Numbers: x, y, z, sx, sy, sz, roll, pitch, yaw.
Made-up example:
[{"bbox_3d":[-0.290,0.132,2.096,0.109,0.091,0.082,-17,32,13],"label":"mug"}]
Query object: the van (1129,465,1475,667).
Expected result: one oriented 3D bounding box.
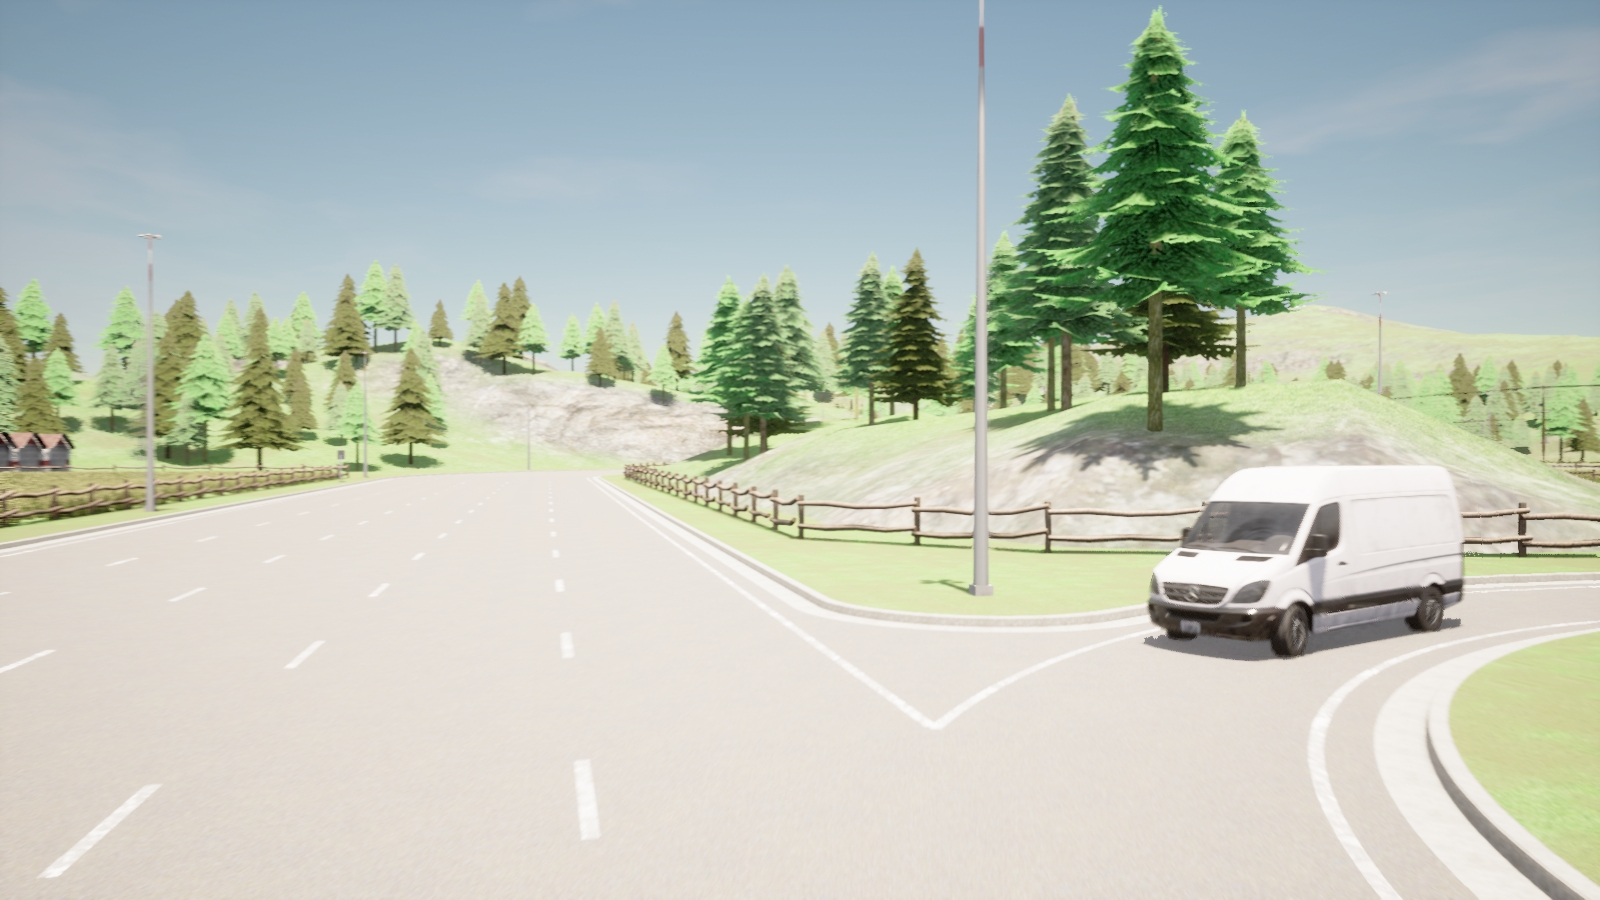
[{"bbox_3d":[7.715,1.532,17.254,5.915,2.561,1.988,0,-1,-35],"label":"van"}]
